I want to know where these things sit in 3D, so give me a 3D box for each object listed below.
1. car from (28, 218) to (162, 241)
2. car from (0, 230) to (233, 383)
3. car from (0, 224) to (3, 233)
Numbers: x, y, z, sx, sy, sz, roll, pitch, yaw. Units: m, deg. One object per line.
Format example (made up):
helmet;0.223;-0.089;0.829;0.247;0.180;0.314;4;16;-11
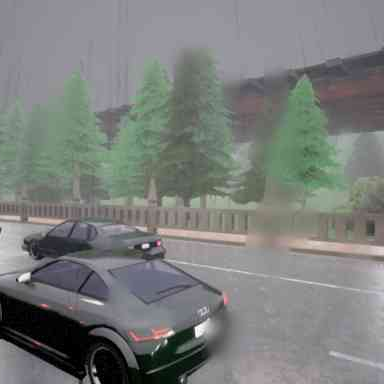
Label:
car;-3.312;1.547;10.672;5.357;1.411;2.033;0;0;36
car;-1.499;1.564;5.068;4.181;1.385;1.994;0;0;35
car;-11.461;1.547;16.486;5.357;1.411;2.033;0;0;36
